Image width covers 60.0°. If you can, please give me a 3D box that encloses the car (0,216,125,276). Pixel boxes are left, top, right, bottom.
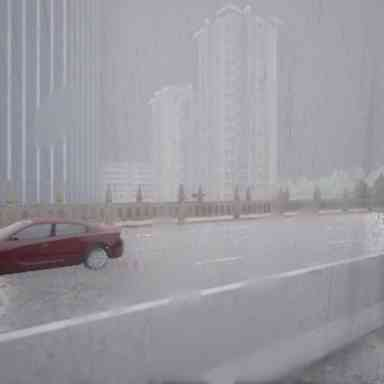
[{"bbox_3d":[-4.409,1.479,9.444,5.008,1.535,1.882,0,0,-35],"label":"car"}]
